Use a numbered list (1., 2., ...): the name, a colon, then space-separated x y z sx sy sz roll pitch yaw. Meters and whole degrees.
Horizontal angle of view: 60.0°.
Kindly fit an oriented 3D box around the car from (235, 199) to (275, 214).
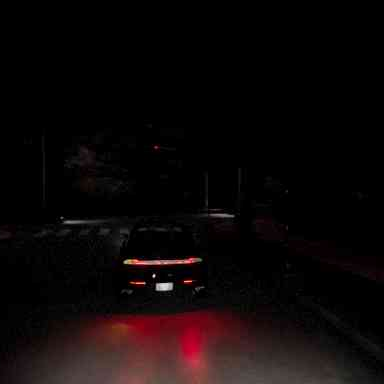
1. car: 6.271 1.369 30.764 4.674 1.442 1.812 0 0 -12

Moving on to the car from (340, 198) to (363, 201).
1. car: 15.299 1.348 32.764 4.892 1.490 1.837 0 0 -12

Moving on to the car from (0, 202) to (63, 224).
1. car: -11.826 1.405 22.998 5.357 1.411 2.033 1 0 -12

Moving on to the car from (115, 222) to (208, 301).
1. car: -0.836 1.492 8.389 2.128 1.511 4.902 0 0 -8
